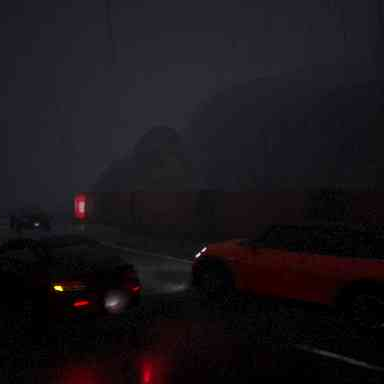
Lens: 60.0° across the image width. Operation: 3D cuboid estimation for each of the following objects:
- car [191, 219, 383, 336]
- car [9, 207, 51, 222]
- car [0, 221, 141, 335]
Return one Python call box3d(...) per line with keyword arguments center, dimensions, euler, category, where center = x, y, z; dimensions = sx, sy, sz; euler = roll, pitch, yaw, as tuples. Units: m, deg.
box3d(center=(2.167, 1.392, 7.043), dimensions=(4.553, 1.767, 2.097), euler=(0, 0, 38), category="car")
box3d(center=(-9.880, 1.620, 20.252), dimensions=(1.812, 1.442, 4.674), euler=(0, 0, -35), category="car")
box3d(center=(-2.964, 1.559, 6.792), dimensions=(4.674, 1.442, 1.812), euler=(0, 0, 42), category="car")
